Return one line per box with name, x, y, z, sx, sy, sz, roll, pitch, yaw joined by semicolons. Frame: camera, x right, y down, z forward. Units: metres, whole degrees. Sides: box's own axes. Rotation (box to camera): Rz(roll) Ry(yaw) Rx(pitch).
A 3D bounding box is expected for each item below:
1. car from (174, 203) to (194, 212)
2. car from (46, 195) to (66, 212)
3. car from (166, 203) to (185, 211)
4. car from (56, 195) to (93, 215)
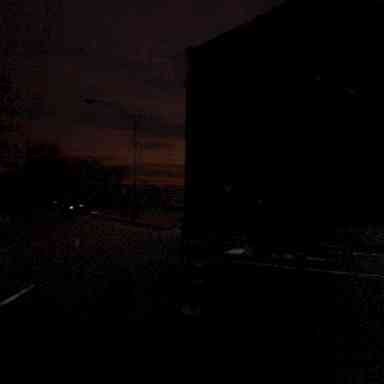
car;-1.323;2.727;58.303;2.163;1.488;4.792;1;-3;15
car;-12.936;1.091;33.991;2.097;1.767;4.553;1;-2;4
car;-2.753;2.436;53.004;2.002;1.452;4.674;2;-3;15
car;-9.972;1.240;28.968;1.994;1.385;4.181;0;0;-6
